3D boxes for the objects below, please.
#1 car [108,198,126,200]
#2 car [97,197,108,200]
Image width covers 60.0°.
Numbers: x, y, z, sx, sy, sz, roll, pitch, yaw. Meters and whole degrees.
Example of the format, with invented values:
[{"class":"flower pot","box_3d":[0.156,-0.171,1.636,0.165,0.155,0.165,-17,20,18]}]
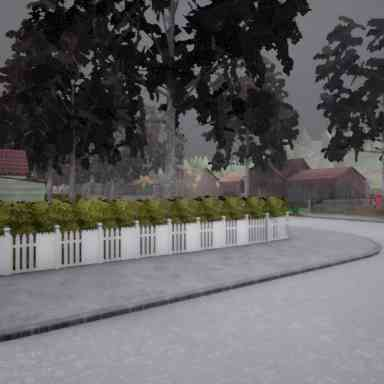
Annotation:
[{"class":"car","box_3d":[-9.757,1.555,46.747,1.994,1.385,4.181,0,0,-35]},{"class":"car","box_3d":[-17.267,1.553,64.464,1.994,1.385,4.181,0,0,-36]}]
